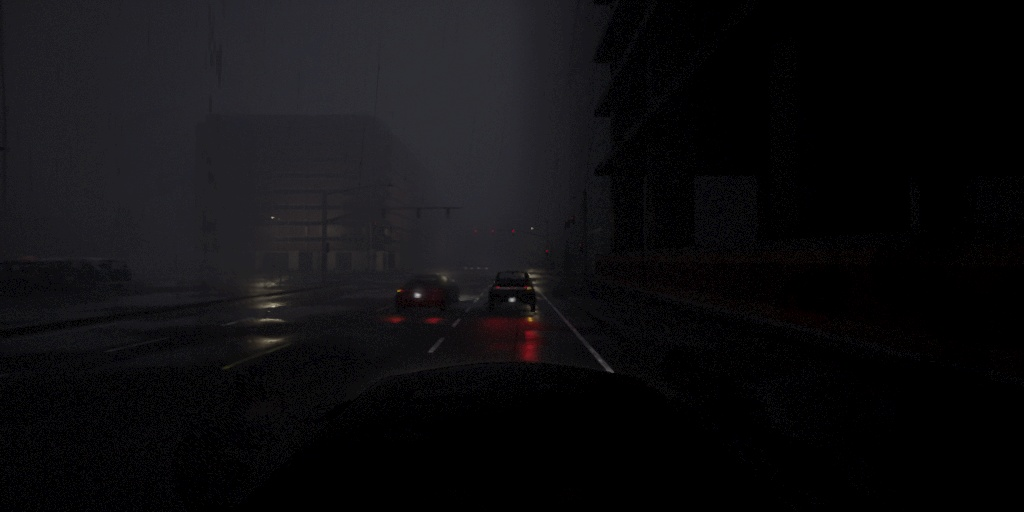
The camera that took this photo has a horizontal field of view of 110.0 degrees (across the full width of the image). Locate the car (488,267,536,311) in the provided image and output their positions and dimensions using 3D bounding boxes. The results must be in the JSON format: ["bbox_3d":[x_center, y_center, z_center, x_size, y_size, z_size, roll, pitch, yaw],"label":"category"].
[{"bbox_3d":[0.018,1.395,15.330,2.128,1.511,4.902,0,0,0],"label":"car"}]

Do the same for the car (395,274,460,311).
[{"bbox_3d":[-3.483,1.468,15.401,1.994,1.385,4.181,0,-1,1],"label":"car"}]
